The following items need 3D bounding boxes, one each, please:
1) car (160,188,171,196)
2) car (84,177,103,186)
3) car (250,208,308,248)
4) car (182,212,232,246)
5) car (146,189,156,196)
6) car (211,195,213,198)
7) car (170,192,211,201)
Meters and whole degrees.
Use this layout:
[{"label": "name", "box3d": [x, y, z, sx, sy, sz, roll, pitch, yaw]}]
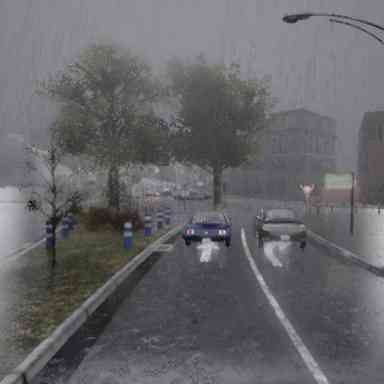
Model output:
[{"label": "car", "box3d": [-5.189, 0.028, 66.880, 1.837, 1.490, 4.892, 0, 5, -9]}, {"label": "car", "box3d": [-27.000, -2.469, 90.867, 4.792, 1.488, 2.163, -3, 7, -33]}, {"label": "car", "box3d": [3.660, 1.421, 14.442, 2.128, 1.511, 4.902, 0, 1, 7]}, {"label": "car", "box3d": [0.808, 1.534, 14.808, 1.895, 1.301, 4.718, 0, 1, 7]}, {"label": "car", "box3d": [-8.153, 0.096, 66.417, 1.994, 1.385, 4.181, 0, 5, -9]}, {"label": "car", "box3d": [0.970, 0.700, 55.714, 4.718, 1.301, 1.895, 1, 1, 24]}, {"label": "car", "box3d": [-0.210, 0.710, 52.955, 5.357, 1.411, 2.033, 1, 1, 24]}]
